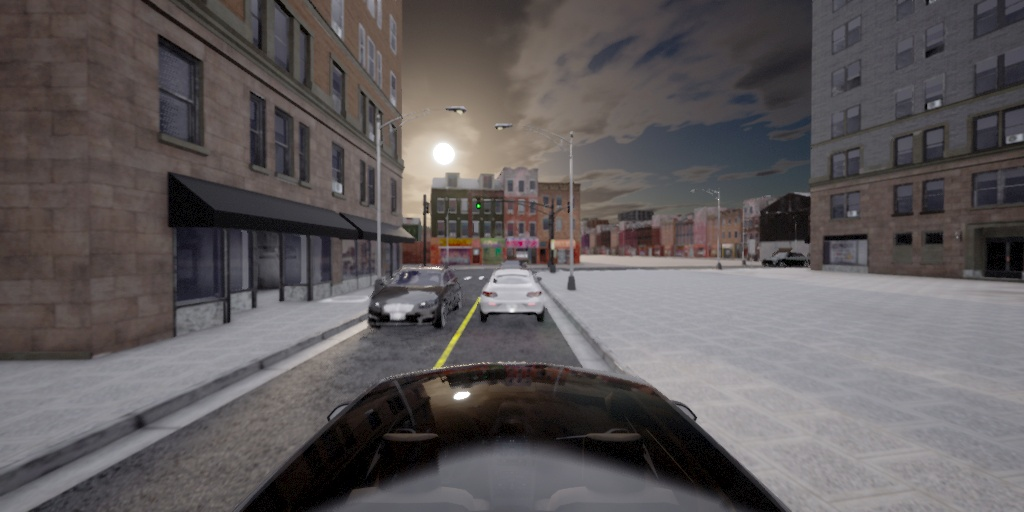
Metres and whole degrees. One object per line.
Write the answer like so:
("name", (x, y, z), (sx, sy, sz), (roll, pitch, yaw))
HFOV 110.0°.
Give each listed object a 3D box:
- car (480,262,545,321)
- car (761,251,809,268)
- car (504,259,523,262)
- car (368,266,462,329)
("car", (0.009, 1.104, 11.557), (1.812, 1.442, 4.674), (0, 1, 0))
("car", (30.430, 0.354, 40.030), (4.553, 1.767, 2.097), (0, 1, -9))
("car", (0.136, 0.898, 25.860), (1.994, 1.385, 4.181), (0, 1, 6))
("car", (-2.642, 1.086, 10.691), (2.128, 1.511, 4.902), (0, 1, 0))
